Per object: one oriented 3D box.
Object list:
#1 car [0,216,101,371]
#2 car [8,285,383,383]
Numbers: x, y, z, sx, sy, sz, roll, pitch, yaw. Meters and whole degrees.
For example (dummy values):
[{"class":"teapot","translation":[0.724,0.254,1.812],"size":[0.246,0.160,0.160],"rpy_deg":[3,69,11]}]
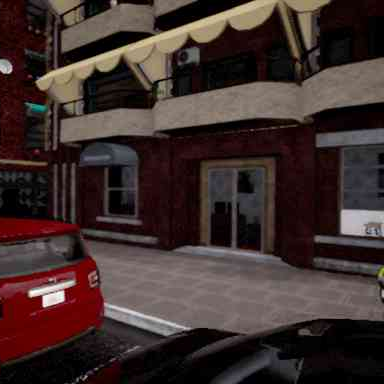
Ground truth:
[{"class":"car","translation":[-3.540,1.314,5.232],"size":[5.009,1.841,2.192],"rpy_deg":[0,1,36]},{"class":"car","translation":[0.979,1.566,2.011],"size":[4.313,1.339,1.947],"rpy_deg":[0,1,36]}]
